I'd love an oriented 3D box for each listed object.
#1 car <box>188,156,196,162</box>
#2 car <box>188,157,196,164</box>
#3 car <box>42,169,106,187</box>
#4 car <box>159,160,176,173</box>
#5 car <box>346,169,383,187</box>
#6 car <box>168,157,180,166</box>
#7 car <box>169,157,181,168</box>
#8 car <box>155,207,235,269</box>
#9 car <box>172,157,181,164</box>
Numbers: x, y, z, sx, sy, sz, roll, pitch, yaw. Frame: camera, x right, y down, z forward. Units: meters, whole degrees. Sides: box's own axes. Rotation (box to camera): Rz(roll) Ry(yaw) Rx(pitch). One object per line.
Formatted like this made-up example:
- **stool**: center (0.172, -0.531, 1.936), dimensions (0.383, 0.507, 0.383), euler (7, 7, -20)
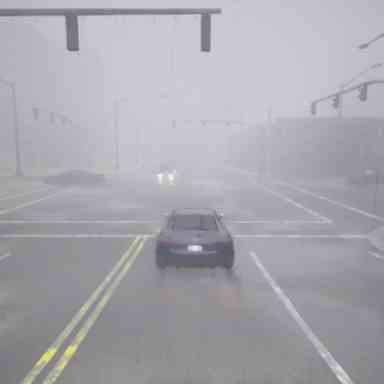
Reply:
- **car**: center (-0.002, -8.502, 86.695), dimensions (1.812, 1.442, 4.674), euler (0, 7, 0)
- **car**: center (-0.002, -7.119, 76.261), dimensions (1.895, 1.301, 4.718), euler (0, 7, 0)
- **car**: center (-10.386, -1.289, 29.478), dimensions (5.357, 1.411, 2.033), euler (1, 7, 8)
- **car**: center (-3.574, -3.434, 46.981), dimensions (1.895, 1.301, 4.718), euler (0, 7, -2)
- **car**: center (16.117, -1.288, 29.318), dimensions (4.674, 1.442, 1.812), euler (0, 7, 0)
- **car**: center (-3.501, -6.150, 66.594), dimensions (2.097, 1.767, 4.553), euler (0, 7, 0)
- **car**: center (-3.501, -4.776, 56.784), dimensions (2.128, 1.511, 4.902), euler (0, 7, 0)
- **car**: center (0.069, 1.111, 9.709), dimensions (1.994, 1.385, 4.181), euler (0, 5, 0)
- **car**: center (-3.502, -7.245, 76.688), dimensions (1.812, 1.442, 4.674), euler (0, 7, 0)
